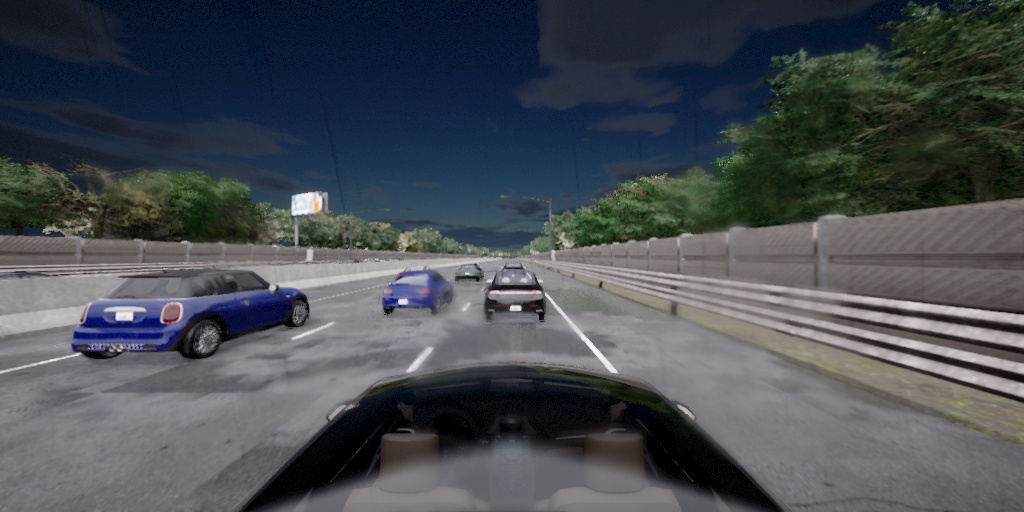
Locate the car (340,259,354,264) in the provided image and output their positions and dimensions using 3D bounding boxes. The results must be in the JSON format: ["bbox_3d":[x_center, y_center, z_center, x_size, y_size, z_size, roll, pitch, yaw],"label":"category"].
[{"bbox_3d":[-24.537,1.246,54.682,1.837,1.490,4.892,0,0,1],"label":"car"}]

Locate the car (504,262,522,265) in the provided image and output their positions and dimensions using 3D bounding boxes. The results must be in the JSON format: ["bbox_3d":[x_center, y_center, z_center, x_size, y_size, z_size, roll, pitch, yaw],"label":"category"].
[{"bbox_3d":[0.106,1.218,28.551,2.128,1.511,4.902,0,0,0],"label":"car"}]

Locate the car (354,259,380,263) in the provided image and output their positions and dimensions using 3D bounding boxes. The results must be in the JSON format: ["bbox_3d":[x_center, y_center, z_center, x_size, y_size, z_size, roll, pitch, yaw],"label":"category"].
[{"bbox_3d":[-21.044,1.232,53.623,2.128,1.511,4.902,0,0,1],"label":"car"}]

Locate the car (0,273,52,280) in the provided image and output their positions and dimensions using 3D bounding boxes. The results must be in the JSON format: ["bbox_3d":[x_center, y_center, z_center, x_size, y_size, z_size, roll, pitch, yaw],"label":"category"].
[{"bbox_3d":[-17.599,1.283,12.233,2.033,1.411,5.357,0,0,0],"label":"car"}]

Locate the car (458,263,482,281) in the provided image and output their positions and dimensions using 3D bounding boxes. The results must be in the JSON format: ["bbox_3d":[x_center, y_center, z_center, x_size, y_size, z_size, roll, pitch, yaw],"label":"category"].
[{"bbox_3d":[-3.394,1.290,29.209,1.994,1.385,4.181,0,0,0],"label":"car"}]

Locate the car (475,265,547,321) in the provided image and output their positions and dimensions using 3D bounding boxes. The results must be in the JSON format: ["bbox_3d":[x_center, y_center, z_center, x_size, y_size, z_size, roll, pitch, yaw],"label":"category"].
[{"bbox_3d":[0.103,1.227,12.324,2.128,1.511,4.902,0,0,0],"label":"car"}]

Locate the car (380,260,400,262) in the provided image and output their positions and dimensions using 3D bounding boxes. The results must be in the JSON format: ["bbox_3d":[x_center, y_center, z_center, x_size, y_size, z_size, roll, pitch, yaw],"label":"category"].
[{"bbox_3d":[-17.556,1.267,53.672,1.812,1.442,4.674,0,0,0],"label":"car"}]

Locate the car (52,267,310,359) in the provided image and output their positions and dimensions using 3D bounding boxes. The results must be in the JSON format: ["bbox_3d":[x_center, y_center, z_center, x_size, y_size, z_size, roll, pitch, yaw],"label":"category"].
[{"bbox_3d":[-6.900,1.092,8.512,2.097,1.767,4.553,0,0,0],"label":"car"}]

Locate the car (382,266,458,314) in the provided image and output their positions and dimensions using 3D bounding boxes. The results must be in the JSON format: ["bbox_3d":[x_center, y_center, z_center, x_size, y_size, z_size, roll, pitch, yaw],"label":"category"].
[{"bbox_3d":[-3.397,1.260,13.514,1.812,1.442,4.674,0,0,0],"label":"car"}]
